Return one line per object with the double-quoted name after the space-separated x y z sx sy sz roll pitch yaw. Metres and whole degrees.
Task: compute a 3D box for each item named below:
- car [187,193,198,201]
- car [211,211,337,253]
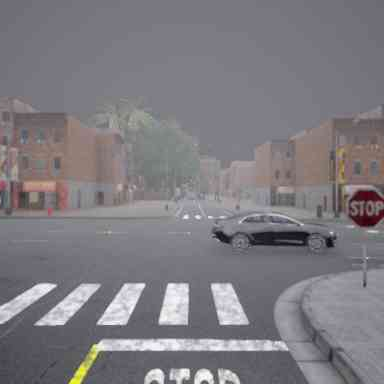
-0.096 1.134 71.666 1.837 1.490 4.892 0 0 0 "car"
3.205 1.528 13.325 4.902 1.511 2.128 1 0 0 "car"
